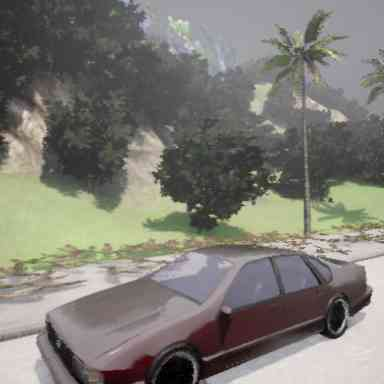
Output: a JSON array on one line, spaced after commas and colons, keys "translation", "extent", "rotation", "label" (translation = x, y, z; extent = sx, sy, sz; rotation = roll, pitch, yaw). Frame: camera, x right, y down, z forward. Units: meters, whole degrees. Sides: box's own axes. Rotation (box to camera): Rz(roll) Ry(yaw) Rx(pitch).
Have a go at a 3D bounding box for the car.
[{"translation": [0.667, 1.562, 5.084], "extent": [5.357, 1.411, 2.033], "rotation": [0, 0, -36], "label": "car"}]
